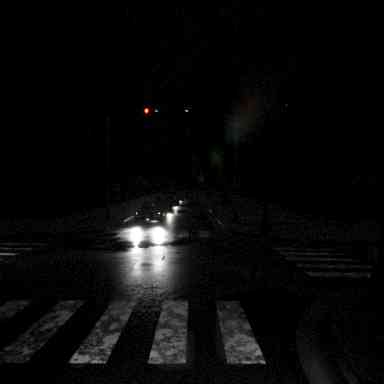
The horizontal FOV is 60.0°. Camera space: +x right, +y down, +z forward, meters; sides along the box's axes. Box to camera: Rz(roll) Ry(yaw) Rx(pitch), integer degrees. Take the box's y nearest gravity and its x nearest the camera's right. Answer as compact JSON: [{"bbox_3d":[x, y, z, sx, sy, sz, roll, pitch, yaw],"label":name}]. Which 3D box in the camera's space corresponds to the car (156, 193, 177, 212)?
[{"bbox_3d":[-2.875,1.170,33.794,1.837,1.490,4.892,0,1,0],"label":"car"}]

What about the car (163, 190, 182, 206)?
[{"bbox_3d":[-2.873,0.704,44.190,2.150,2.045,5.566,0,1,0],"label":"car"}]

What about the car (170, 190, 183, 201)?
[{"bbox_3d":[-2.792,0.582,59.380,2.097,1.767,4.553,0,1,0],"label":"car"}]

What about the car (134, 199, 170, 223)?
[{"bbox_3d":[-2.869,1.425,23.681,1.895,1.301,4.718,0,1,0],"label":"car"}]
